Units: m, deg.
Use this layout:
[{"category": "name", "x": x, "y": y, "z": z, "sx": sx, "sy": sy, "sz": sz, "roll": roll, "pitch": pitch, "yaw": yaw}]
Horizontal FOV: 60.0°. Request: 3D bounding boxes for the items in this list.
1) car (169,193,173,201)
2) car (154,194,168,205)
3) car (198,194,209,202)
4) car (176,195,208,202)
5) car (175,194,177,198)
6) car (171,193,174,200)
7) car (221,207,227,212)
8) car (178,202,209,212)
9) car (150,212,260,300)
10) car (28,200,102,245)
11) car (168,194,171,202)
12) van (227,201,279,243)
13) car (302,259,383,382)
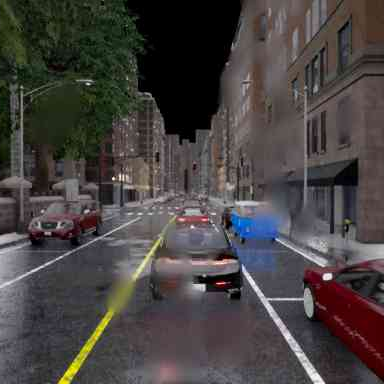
[{"category": "car", "x": -5.727, "y": 1.493, "z": 70.202, "sx": 1.887, "sy": 1.381, "sz": 4.507, "roll": 0, "pitch": 0, "yaw": 0}, {"category": "car", "x": -5.718, "y": 1.480, "z": 59.131, "sx": 1.752, "sy": 1.417, "sz": 4.829, "roll": 0, "pitch": 0, "yaw": 0}, {"category": "car", "x": 2.793, "y": 1.386, "z": 75.696, "sx": 1.967, "sy": 1.590, "sz": 4.097, "roll": 0, "pitch": 0, "yaw": 0}, {"category": "car", "x": 0.025, "y": 1.338, "z": 27.565, "sx": 2.097, "sy": 1.767, "sz": 4.553, "roll": 0, "pitch": 0, "yaw": 2}, {"category": "car", "x": -5.740, "y": 1.496, "z": 86.554, "sx": 2.008, "sy": 1.369, "sz": 4.403, "roll": 0, "pitch": 0, "yaw": 0}, {"category": "car", "x": -5.731, "y": 1.491, "z": 75.653, "sx": 1.887, "sy": 1.381, "sz": 4.507, "roll": 0, "pitch": 0, "yaw": 0}, {"category": "car", "x": 2.838, "y": 1.557, "z": 21.319, "sx": 1.947, "sy": 1.339, "sz": 4.313, "roll": 0, "pitch": 0, "yaw": 0}, {"category": "car", "x": 0.088, "y": 1.519, "z": 18.608, "sx": 1.812, "sy": 1.442, "sz": 4.674, "roll": 0, "pitch": 0, "yaw": 0}, {"category": "car", "x": 0.093, "y": 1.490, "z": 8.346, "sx": 2.128, "sy": 1.511, "sz": 4.902, "roll": 0, "pitch": 0, "yaw": 0}, {"category": "car", "x": -5.682, "y": 1.310, "z": 15.612, "sx": 2.192, "sy": 1.841, "sz": 5.009, "roll": 0, "pitch": 0, "yaw": 0}, {"category": "car", "x": -5.722, "y": 1.501, "z": 64.751, "sx": 2.008, "sy": 1.369, "sz": 4.403, "roll": 0, "pitch": 0, "yaw": 0}, {"category": "van", "x": 2.842, "y": 1.336, "z": 15.659, "sx": 1.690, "sy": 1.788, "sz": 3.998, "roll": 0, "pitch": 0, "yaw": 0}, {"category": "car", "x": 2.851, "y": 1.544, "z": 4.338, "sx": 1.887, "sy": 1.381, "sz": 4.507, "roll": 0, "pitch": 0, "yaw": 0}]
